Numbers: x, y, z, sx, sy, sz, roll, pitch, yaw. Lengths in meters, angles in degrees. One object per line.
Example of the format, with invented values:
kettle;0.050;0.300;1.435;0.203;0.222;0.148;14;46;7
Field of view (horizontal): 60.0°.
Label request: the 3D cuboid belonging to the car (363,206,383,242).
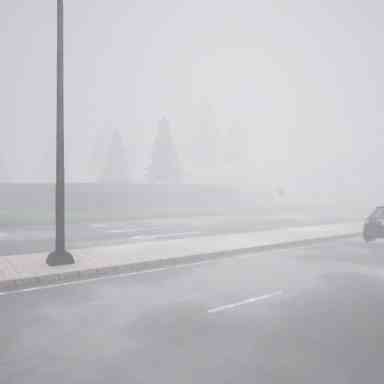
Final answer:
car;9.823;1.351;15.151;4.553;1.767;2.097;0;0;-35
